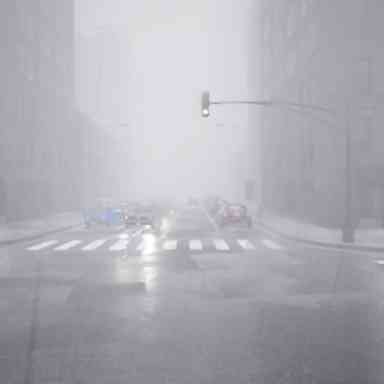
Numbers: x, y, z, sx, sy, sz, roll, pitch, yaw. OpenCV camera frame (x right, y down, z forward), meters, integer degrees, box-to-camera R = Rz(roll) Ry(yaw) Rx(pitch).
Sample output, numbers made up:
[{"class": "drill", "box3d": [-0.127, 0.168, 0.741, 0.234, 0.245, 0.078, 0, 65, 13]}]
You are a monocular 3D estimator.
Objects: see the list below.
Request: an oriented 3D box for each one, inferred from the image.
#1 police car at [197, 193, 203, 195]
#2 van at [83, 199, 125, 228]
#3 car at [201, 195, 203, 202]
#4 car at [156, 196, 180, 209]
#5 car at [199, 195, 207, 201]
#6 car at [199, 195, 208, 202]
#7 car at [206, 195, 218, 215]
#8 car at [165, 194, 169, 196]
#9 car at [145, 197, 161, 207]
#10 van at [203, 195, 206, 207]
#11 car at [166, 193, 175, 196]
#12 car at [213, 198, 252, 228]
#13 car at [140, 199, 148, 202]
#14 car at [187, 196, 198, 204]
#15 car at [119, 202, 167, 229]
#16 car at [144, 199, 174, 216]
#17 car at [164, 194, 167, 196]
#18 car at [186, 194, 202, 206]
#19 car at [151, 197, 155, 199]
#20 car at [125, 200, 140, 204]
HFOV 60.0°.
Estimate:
[{"class": "police car", "box3d": [2.408, 1.387, 68.037, 1.930, 1.638, 5.238, 0, 0, 0]}, {"class": "van", "box3d": [-5.823, 1.335, 21.930, 1.690, 1.788, 3.998, 0, 0, 0]}, {"class": "car", "box3d": [2.707, 1.500, 50.447, 1.752, 1.417, 4.829, 0, 0, 0]}, {"class": "car", "box3d": [-3.052, 1.531, 42.391, 2.033, 1.411, 5.357, 0, 0, 0]}, {"class": "car", "box3d": [2.711, 1.514, 84.293, 1.947, 1.339, 4.313, 0, 0, 0]}, {"class": "car", "box3d": [2.711, 1.519, 78.624, 1.947, 1.339, 4.313, 0, 0, 0]}, {"class": "car", "box3d": [2.704, 1.423, 33.269, 1.967, 1.590, 4.097, 0, 0, 0]}, {"class": "car", "box3d": [-5.817, 1.518, 61.608, 1.887, 1.381, 4.507, 0, 0, 0]}, {"class": "car", "box3d": [-5.819, 1.507, 50.102, 1.752, 1.417, 4.829, 0, 0, 0]}, {"class": "van", "box3d": [2.705, 1.319, 44.608, 1.690, 1.788, 3.998, 0, 0, 0]}, {"class": "car", "box3d": [-5.815, 1.275, 78.613, 2.192, 1.841, 5.009, 0, 0, 0]}, {"class": "car", "box3d": [2.703, 1.427, 21.931, 1.967, 1.590, 4.097, 0, 0, 0]}, {"class": "car", "box3d": [-5.821, 1.556, 33.267, 1.947, 1.339, 4.313, 0, 0, 0]}, {"class": "car", "box3d": [0.047, 1.516, 62.768, 2.033, 1.411, 5.357, 0, 0, 0]}, {"class": "car", "box3d": [-3.064, 1.592, 21.718, 1.895, 1.301, 4.718, 0, 0, 3]}, {"class": "car", "box3d": [-3.062, 1.589, 31.701, 1.895, 1.301, 4.718, 0, 0, 0]}, {"class": "car", "box3d": [-5.818, 1.544, 55.940, 1.947, 1.339, 4.313, 0, 0, 0]}, {"class": "car", "box3d": [0.140, 1.480, 52.450, 1.837, 1.490, 4.892, 0, 0, 0]}, {"class": "car", "box3d": [-5.820, 1.570, 38.935, 1.802, 1.307, 4.206, 0, 0, 0]}, {"class": "car", "box3d": [-5.822, 1.432, 27.599, 1.967, 1.590, 4.097, 0, 0, 0]}]
